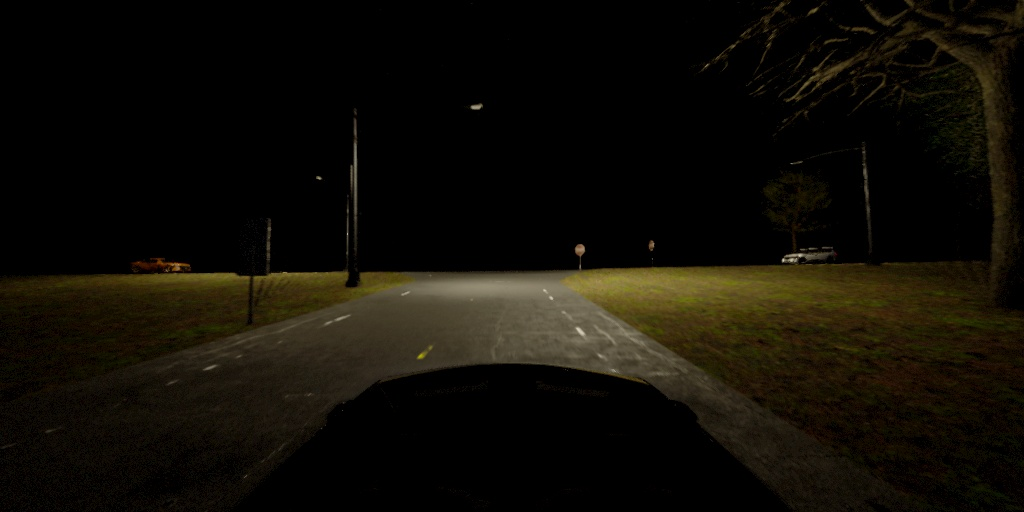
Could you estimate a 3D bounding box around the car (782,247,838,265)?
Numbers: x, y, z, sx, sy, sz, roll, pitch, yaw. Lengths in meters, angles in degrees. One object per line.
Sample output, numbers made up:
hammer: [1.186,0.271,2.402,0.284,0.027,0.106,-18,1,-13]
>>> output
car: [35.108,0.091,42.342,5.566,2.045,2.150,-3,-2,-1]

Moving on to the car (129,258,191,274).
car: [-34.179,0.957,34.901,5.008,1.535,1.882,-1,-3,1]
